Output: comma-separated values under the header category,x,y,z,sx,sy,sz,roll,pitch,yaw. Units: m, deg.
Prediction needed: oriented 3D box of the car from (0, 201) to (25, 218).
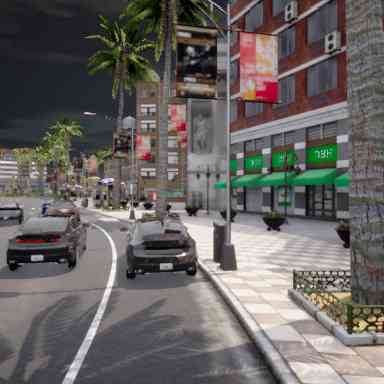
category,x,y,z,sx,sy,sz,roll,pitch,yaw
car,-13.080,1.479,23.727,2.128,1.511,4.902,0,0,-26

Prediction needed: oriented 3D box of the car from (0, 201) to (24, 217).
category,x,y,z,sx,sy,sz,roll,pitch,yaw
car,-17.676,1.586,32.830,1.895,1.301,4.718,0,0,-26

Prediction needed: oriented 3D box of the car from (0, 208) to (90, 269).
category,x,y,z,sx,sy,sz,roll,pitch,yaw
car,-4.664,1.502,11.218,1.837,1.490,4.892,0,0,-13

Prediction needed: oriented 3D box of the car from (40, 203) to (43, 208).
category,x,y,z,sx,sy,sz,roll,pitch,yaw
car,-14.125,1.466,33.556,1.882,1.535,5.008,0,0,-27

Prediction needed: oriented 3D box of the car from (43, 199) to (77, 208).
category,x,y,z,sx,sy,sz,roll,pitch,yaw
car,-9.556,1.347,24.423,2.097,1.767,4.553,0,0,-25

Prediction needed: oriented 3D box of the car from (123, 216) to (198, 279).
category,x,y,z,sx,sy,sz,roll,pitch,yaw
car,-1.087,1.504,10.197,1.837,1.490,4.892,0,0,-11
